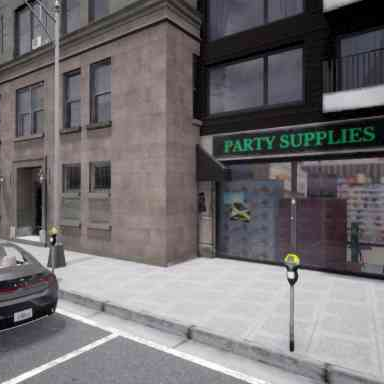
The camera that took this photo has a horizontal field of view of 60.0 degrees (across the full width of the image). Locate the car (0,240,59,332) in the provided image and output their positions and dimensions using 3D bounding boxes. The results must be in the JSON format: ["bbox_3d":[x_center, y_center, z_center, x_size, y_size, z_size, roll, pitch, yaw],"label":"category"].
[{"bbox_3d":[-4.221,1.551,6.095,4.403,1.369,2.008,0,0,36],"label":"car"}]
